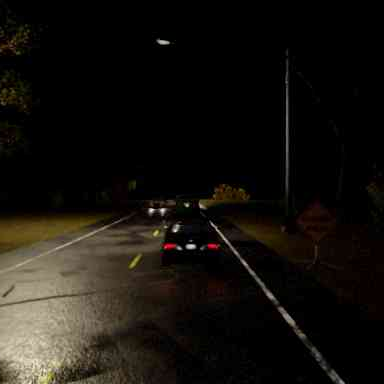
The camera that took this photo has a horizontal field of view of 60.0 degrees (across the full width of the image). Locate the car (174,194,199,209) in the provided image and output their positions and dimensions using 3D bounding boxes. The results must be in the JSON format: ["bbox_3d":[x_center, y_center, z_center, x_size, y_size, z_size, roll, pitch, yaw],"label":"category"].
[{"bbox_3d":[-0.488,1.233,30.469,2.150,2.045,5.566,0,0,-2],"label":"car"}]

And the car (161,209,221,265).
[{"bbox_3d":[-0.050,1.557,11.702,2.033,1.411,5.357,0,0,0],"label":"car"}]

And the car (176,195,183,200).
[{"bbox_3d":[-3.490,1.463,94.280,1.812,1.442,4.674,0,0,-4],"label":"car"}]

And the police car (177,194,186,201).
[{"bbox_3d":[-2.733,1.382,84.418,1.930,1.638,5.238,0,0,-4],"label":"police car"}]

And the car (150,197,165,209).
[{"bbox_3d":[-4.860,1.488,46.965,1.882,1.535,5.008,0,0,-3],"label":"car"}]

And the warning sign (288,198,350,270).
[{"bbox_3d":[3.489,1.122,9.256,1.300,1.860,1.060,1,1,-1],"label":"warning sign"}]
